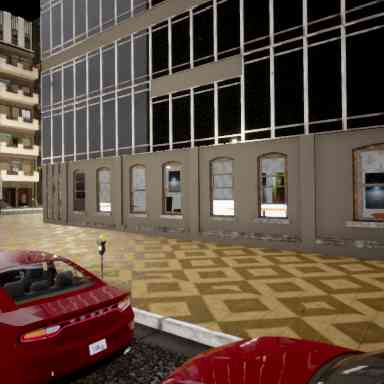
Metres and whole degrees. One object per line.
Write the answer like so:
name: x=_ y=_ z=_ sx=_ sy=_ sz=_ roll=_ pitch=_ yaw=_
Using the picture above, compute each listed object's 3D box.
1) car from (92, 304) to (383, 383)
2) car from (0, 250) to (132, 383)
car: x=1.738 y=1.545 z=1.645 sx=4.507 sy=1.381 sz=1.887 roll=0 pitch=-1 yaw=36
car: x=-2.832 y=1.546 z=4.912 sx=4.507 sy=1.381 sz=1.887 roll=0 pitch=-1 yaw=36
